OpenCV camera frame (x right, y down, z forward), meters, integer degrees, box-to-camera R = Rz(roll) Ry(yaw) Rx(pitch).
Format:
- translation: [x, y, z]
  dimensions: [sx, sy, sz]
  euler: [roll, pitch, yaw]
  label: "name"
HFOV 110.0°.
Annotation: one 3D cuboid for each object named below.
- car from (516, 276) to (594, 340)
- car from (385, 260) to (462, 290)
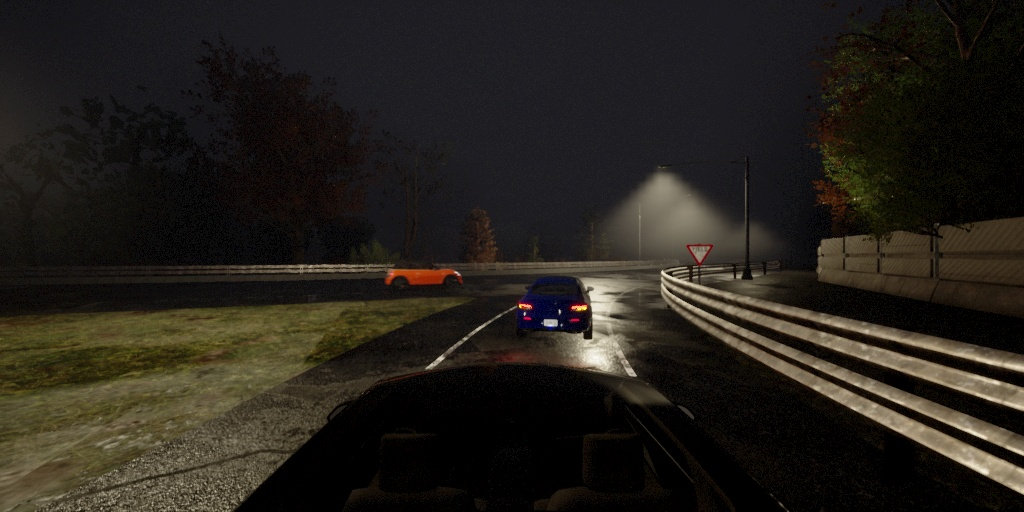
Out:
- translation: [1.277, 1.275, 9.987]
  dimensions: [1.812, 1.442, 4.674]
  euler: [0, 0, 11]
  label: "car"
- translation: [-5.437, 1.099, 22.235]
  dimensions: [4.553, 1.767, 2.097]
  euler: [0, 0, -25]
  label: "car"
